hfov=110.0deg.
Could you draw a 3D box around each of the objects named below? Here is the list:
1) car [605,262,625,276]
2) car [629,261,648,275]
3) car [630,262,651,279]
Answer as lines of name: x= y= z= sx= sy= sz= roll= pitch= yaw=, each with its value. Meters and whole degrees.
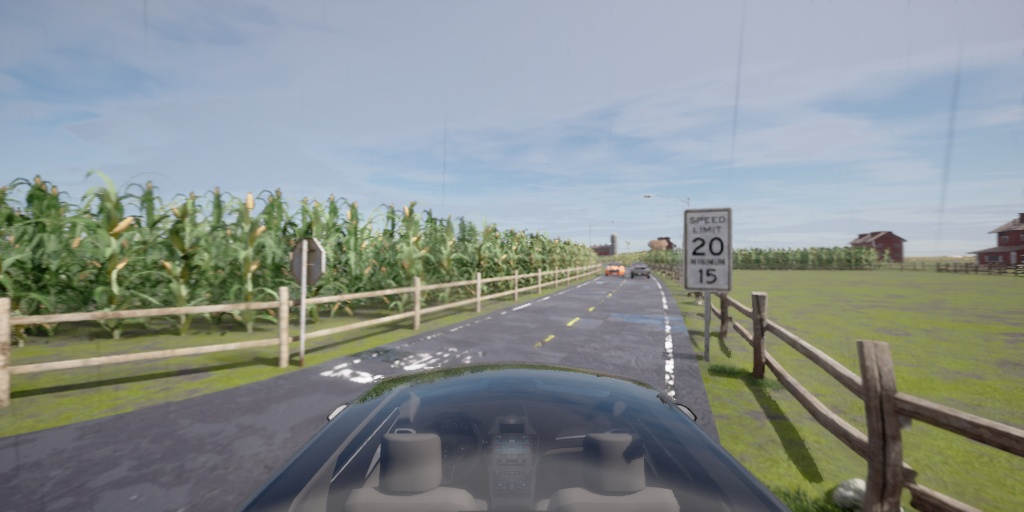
car: x=12.405 y=1.498 z=43.104 sx=2.097 sy=1.767 sz=4.553 roll=0 pitch=0 yaw=18
car: x=16.793 y=1.559 z=47.702 sx=2.097 sy=1.767 sz=4.553 roll=0 pitch=0 yaw=17
car: x=13.593 y=1.608 z=37.976 sx=2.128 sy=1.511 sz=4.902 roll=0 pitch=0 yaw=20
